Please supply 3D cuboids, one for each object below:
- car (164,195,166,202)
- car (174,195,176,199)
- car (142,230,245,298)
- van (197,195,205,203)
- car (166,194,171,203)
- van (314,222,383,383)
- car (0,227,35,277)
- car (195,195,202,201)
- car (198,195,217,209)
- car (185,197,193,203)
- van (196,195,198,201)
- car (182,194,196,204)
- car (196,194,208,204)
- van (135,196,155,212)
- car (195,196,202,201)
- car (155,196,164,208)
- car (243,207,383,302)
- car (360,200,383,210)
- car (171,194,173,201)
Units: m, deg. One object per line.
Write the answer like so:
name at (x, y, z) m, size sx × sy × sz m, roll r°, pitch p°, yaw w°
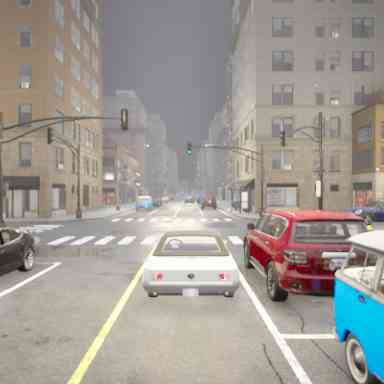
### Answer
car at (-5.932, 1.642, 56.334) m, size 1.887 × 1.381 × 4.507 m, roll 0°, pitch 0°, yaw -1°
car at (-6.234, 1.465, 88.771) m, size 2.192 × 1.841 × 5.009 m, roll 0°, pitch 0°, yaw -1°
car at (-0.021, 1.617, 8.499) m, size 1.895 × 1.301 × 4.718 m, roll 0°, pitch 0°, yaw 0°
van at (1.996, 1.465, 72.632) m, size 1.690 × 1.788 × 3.998 m, roll 0°, pitch 0°, yaw -1°
car at (-6.081, 1.649, 72.383) m, size 1.752 × 1.417 × 4.829 m, roll 0°, pitch 0°, yaw -1°
van at (2.623, 1.346, 2.720) m, size 1.690 × 1.788 × 3.998 m, roll 0°, pitch 0°, yaw -1°
car at (-5.455, 1.581, 8.154) m, size 1.947 × 1.339 × 4.313 m, roll 0°, pitch 0°, yaw -1°
car at (1.769, 1.599, 94.254) m, size 1.967 × 1.590 × 4.097 m, roll 0°, pitch 0°, yaw -1°
car at (2.280, 1.395, 45.601) m, size 2.192 × 1.841 × 5.009 m, roll 0°, pitch 0°, yaw -1°
car at (-0.710, 1.724, 75.400) m, size 1.895 × 1.301 × 4.718 m, roll 0°, pitch 0°, yaw -1°
van at (2.109, 1.448, 61.819) m, size 1.690 × 1.788 × 3.998 m, roll 0°, pitch 0°, yaw -1°
car at (-0.506, 1.603, 65.036) m, size 2.128 × 1.511 × 4.902 m, roll 0°, pitch 0°, yaw -1°
car at (2.053, 1.430, 67.226) m, size 2.192 × 1.841 × 5.009 m, roll 0°, pitch 0°, yaw -1°
van at (-5.781, 1.412, 40.116) m, size 1.690 × 1.788 × 3.998 m, roll 0°, pitch 0°, yaw -1°
car at (1.824, 1.676, 89.019) m, size 1.752 × 1.417 × 4.829 m, roll 0°, pitch 0°, yaw -1°
car at (-5.881, 1.655, 50.928) m, size 1.947 × 1.339 × 4.313 m, roll 0°, pitch 0°, yaw -1°
car at (2.570, 1.330, 8.232) m, size 2.192 × 1.841 × 5.009 m, roll 0°, pitch 0°, yaw -1°
car at (13.080, 1.329, 23.205) m, size 4.553 × 1.767 × 2.097 m, roll 0°, pitch 0°, yaw -1°
car at (-6.133, 1.684, 77.958) m, size 2.008 × 1.369 × 4.403 m, roll 0°, pitch 0°, yaw -1°
